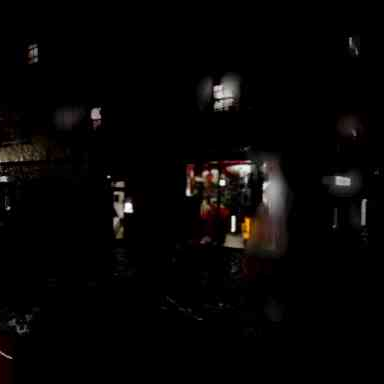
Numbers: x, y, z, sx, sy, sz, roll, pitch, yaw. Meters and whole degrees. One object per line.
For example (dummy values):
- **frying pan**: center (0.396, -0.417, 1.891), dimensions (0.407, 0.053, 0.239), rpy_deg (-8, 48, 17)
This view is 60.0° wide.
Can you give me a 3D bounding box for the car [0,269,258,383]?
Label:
- **car**: center (-1.362, 1.562, 3.680), dimensions (4.206, 1.307, 1.802), rpy_deg (0, 1, 35)
